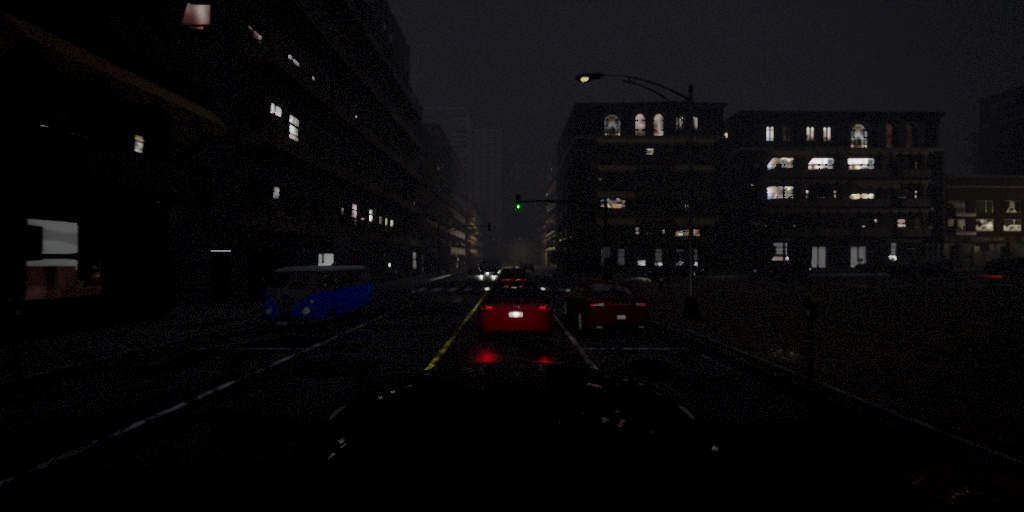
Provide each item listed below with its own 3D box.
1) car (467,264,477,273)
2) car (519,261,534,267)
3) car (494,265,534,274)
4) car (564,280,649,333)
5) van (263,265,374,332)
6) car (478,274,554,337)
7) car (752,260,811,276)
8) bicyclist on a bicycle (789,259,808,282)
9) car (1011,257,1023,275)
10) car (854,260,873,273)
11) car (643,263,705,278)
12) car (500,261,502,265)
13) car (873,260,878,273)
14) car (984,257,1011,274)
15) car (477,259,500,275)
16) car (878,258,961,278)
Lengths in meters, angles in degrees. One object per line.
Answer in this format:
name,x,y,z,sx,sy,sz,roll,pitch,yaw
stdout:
car,-5.719,1.846,54.460,2.007,1.370,4.403,0,0,0
car,2.658,1.795,59.987,1.967,1.591,4.097,0,0,0
car,0.089,1.452,21.240,1.837,1.490,4.892,0,-1,0
car,2.684,1.388,10.991,1.888,1.381,4.507,0,0,0
van,-5.697,1.183,10.987,1.690,1.789,3.998,0,0,0
car,0.095,1.404,10.685,1.994,1.385,4.181,0,-1,0
car,25.607,1.129,34.147,4.902,1.511,2.128,-1,0,-1
bicyclist on a bicycle,20.232,1.007,25.333,0.582,1.620,1.656,-1,0,-1
car,43.600,0.899,28.623,4.403,1.370,2.007,0,0,-1
car,37.910,1.017,36.920,4.313,1.339,1.948,0,0,-1
car,15.332,1.345,33.999,5.357,1.411,2.033,-1,0,-1
car,-3.110,1.866,58.595,1.812,1.442,4.674,0,-1,0
car,38.067,1.045,34.318,4.718,1.301,1.895,-1,0,-1
car,44.379,0.846,31.281,4.892,1.490,1.837,-1,0,0
car,-3.111,1.452,48.479,2.150,2.045,5.566,0,-1,0
car,32.463,1.072,28.459,4.403,1.370,2.007,0,0,-1
